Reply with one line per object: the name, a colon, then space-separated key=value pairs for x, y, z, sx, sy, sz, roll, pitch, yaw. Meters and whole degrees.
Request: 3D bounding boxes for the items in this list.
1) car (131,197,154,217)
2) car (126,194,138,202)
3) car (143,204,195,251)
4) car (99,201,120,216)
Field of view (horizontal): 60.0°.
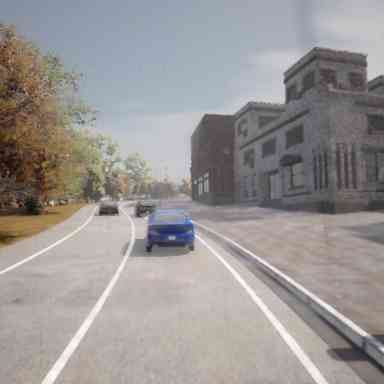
car: x=-4.550 y=1.547 z=32.410 sx=1.837 sy=1.490 sz=4.892 roll=1 pitch=0 yaw=-14
car: x=-13.177 y=1.328 z=73.465 sx=1.837 sy=1.490 sz=4.892 roll=-1 pitch=0 yaw=6
car: x=-1.041 y=1.523 z=14.543 sx=1.882 sy=1.535 sz=5.008 roll=1 pitch=0 yaw=-7
car: x=-7.998 y=1.577 z=32.162 sx=1.895 sy=1.301 sz=4.718 roll=1 pitch=0 yaw=-14
